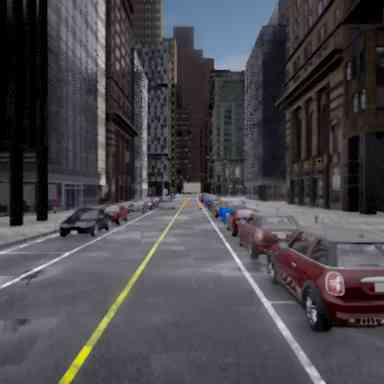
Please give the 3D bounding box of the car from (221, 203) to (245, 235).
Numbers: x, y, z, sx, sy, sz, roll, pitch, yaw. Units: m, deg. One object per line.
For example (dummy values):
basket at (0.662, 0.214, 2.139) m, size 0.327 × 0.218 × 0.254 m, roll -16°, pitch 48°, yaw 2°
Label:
car at (2.855, 1.542, 18.176) m, size 1.887 × 1.381 × 4.507 m, roll 0°, pitch 0°, yaw 0°

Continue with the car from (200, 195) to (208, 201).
car at (2.863, 1.428, 80.311) m, size 1.967 × 1.590 × 4.097 m, roll 0°, pitch 0°, yaw 0°

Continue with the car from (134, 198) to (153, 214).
car at (-5.668, 1.547, 35.119) m, size 2.008 × 1.369 × 4.403 m, roll 0°, pitch 0°, yaw 0°

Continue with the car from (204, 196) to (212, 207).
car at (2.858, 1.562, 40.771) m, size 1.947 × 1.339 × 4.313 m, roll 0°, pitch 0°, yaw 0°

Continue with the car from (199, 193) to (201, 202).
car at (2.860, 1.311, 63.365) m, size 2.192 × 1.841 × 5.009 m, roll 0°, pitch 0°, yaw 0°

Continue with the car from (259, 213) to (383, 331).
car at (2.852, 1.439, 6.879) m, size 1.967 × 1.590 × 4.097 m, roll 0°, pitch 0°, yaw 0°

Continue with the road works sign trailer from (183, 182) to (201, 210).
road works sign trailer at (0.008, 0.460, 43.662) m, size 2.380 × 3.560 × 2.880 m, roll 0°, pitch 0°, yaw 0°

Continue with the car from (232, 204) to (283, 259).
car at (2.853, 1.438, 12.528) m, size 1.967 × 1.590 × 4.097 m, roll 0°, pitch 0°, yaw 0°

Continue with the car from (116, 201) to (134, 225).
car at (-5.670, 1.542, 23.822) m, size 1.887 × 1.381 × 4.507 m, roll 0°, pitch 0°, yaw 0°

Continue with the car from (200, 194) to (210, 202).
car at (2.861, 1.307, 74.662) m, size 2.192 × 1.841 × 5.009 m, roll 0°, pitch 0°, yaw 0°

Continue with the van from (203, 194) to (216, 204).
van at (2.857, 1.337, 46.419) m, size 1.690 × 1.788 × 3.998 m, roll 0°, pitch 0°, yaw 0°

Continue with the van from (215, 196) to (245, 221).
van at (2.854, 1.338, 23.825) m, size 1.690 × 1.788 × 3.998 m, roll 0°, pitch 0°, yaw 0°

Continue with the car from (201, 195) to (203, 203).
car at (2.859, 1.540, 52.068) m, size 1.887 × 1.381 × 4.507 m, roll 0°, pitch 0°, yaw 0°

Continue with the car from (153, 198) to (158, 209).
car at (-5.668, 1.436, 40.769) m, size 1.967 × 1.590 × 4.097 m, roll 0°, pitch 0°, yaw 0°

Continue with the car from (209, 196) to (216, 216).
car at (2.856, 1.436, 29.474) m, size 1.967 × 1.590 × 4.097 m, roll 0°, pitch 0°, yaw 0°

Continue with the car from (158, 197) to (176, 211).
car at (-3.086, 1.597, 41.700) m, size 1.895 × 1.301 × 4.718 m, roll 0°, pitch 0°, yaw 0°

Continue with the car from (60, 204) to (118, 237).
car at (-5.670, 1.564, 18.173) m, size 1.947 × 1.339 × 4.313 m, roll 0°, pitch 0°, yaw 0°

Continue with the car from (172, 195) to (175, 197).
car at (-5.661, 1.570, 80.311) m, size 1.802 × 1.307 × 4.206 m, roll 0°, pitch 0°, yaw 0°

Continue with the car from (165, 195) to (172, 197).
car at (-5.663, 1.540, 69.013) m, size 1.887 × 1.381 × 4.507 m, roll 0°, pitch 0°, yaw 0°

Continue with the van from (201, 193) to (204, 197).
van at (2.858, 1.337, 57.716) m, size 1.690 × 1.788 × 3.998 m, roll 0°, pitch 0°, yaw 0°

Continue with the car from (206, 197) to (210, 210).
car at (2.857, 1.541, 35.122) m, size 1.887 × 1.381 × 4.507 m, roll 0°, pitch 0°, yaw 0°

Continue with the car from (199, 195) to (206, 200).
car at (2.866, 1.557, 91.609) m, size 1.802 × 1.307 × 4.206 m, roll 0°, pitch 0°, yaw 0°
